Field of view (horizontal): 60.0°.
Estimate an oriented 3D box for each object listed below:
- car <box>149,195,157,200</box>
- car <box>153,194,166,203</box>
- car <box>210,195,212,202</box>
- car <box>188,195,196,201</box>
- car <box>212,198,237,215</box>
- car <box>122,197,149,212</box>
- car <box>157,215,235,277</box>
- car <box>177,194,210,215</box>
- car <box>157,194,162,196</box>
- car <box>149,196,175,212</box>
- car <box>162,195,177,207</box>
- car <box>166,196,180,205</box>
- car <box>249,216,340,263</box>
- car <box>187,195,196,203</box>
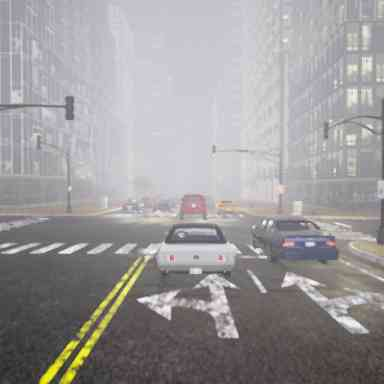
[{"bbox_3d":[-6.558,1.438,47.283,1.882,1.535,5.008,0,0,-1],"label":"car"},{"bbox_3d":[-6.507,1.287,67.483,2.097,1.767,4.553,0,0,0],"label":"car"},{"bbox_3d":[3.243,1.411,68.916,1.882,1.535,5.008,0,0,0],"label":"car"},{"bbox_3d":[-0.007,1.441,78.857,1.812,1.442,4.674,0,0,0],"label":"car"},{"bbox_3d":[3.351,1.454,33.291,1.882,1.535,5.008,0,0,0],"label":"car"},{"bbox_3d":[-6.598,1.463,37.609,2.128,1.511,4.902,0,0,0],"label":"car"},{"bbox_3d":[0.098,1.595,10.146,1.895,1.301,4.718,0,0,0],"label":"car"},{"bbox_3d":[0.116,1.151,28.161,2.150,2.045,5.566,1,0,0],"label":"car"},{"bbox_3d":[-6.505,1.512,57.183,1.994,1.385,4.181,0,0,0],"label":"car"},{"bbox_3d":[-3.343,1.535,38.046,1.994,1.385,4.181,0,0,0],"label":"car"},{"bbox_3d":[-3.324,1.561,48.007,1.895,1.301,4.718,0,0,0],"label":"car"},{"bbox_3d":[-3.256,1.439,58.394,2.128,1.511,4.902,0,0,0],"label":"car"},{"bbox_3d":[3.345,1.556,11.920,2.033,1.411,5.357,0,-1,0],"label":"car"},{"bbox_3d":[-0.007,1.457,69.055,1.812,1.442,4.674,0,0,0],"label":"car"}]
